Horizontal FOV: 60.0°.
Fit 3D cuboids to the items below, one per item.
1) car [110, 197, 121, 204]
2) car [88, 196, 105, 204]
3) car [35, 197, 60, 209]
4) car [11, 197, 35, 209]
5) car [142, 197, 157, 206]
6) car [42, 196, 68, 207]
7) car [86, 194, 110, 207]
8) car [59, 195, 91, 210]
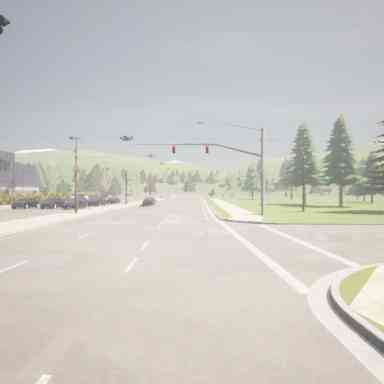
[{"bbox_3d":[-14.874,1.562,63.001,1.994,1.385,4.181,0,0,1],"label":"car"},{"bbox_3d":[-18.347,1.562,64.326,1.994,1.385,4.181,0,0,1],"label":"car"},{"bbox_3d":[-18.780,1.503,45.088,1.837,1.490,4.892,0,0,2],"label":"car"},{"bbox_3d":[-22.284,1.503,44.645,1.837,1.490,4.892,0,0,2],"label":"car"},{"bbox_3d":[-6.945,1.545,54.503,2.033,1.411,5.357,0,0,1],"label":"car"},{"bbox_3d":[-22.063,1.490,53.776,2.128,1.511,4.902,0,0,1],"label":"car"},{"bbox_3d":[-15.079,1.476,52.914,1.882,1.535,5.008,0,0,1],"label":"car"},{"bbox_3d":[-15.318,1.524,43.832,1.812,1.442,4.674,0,0,2],"label":"car"}]
